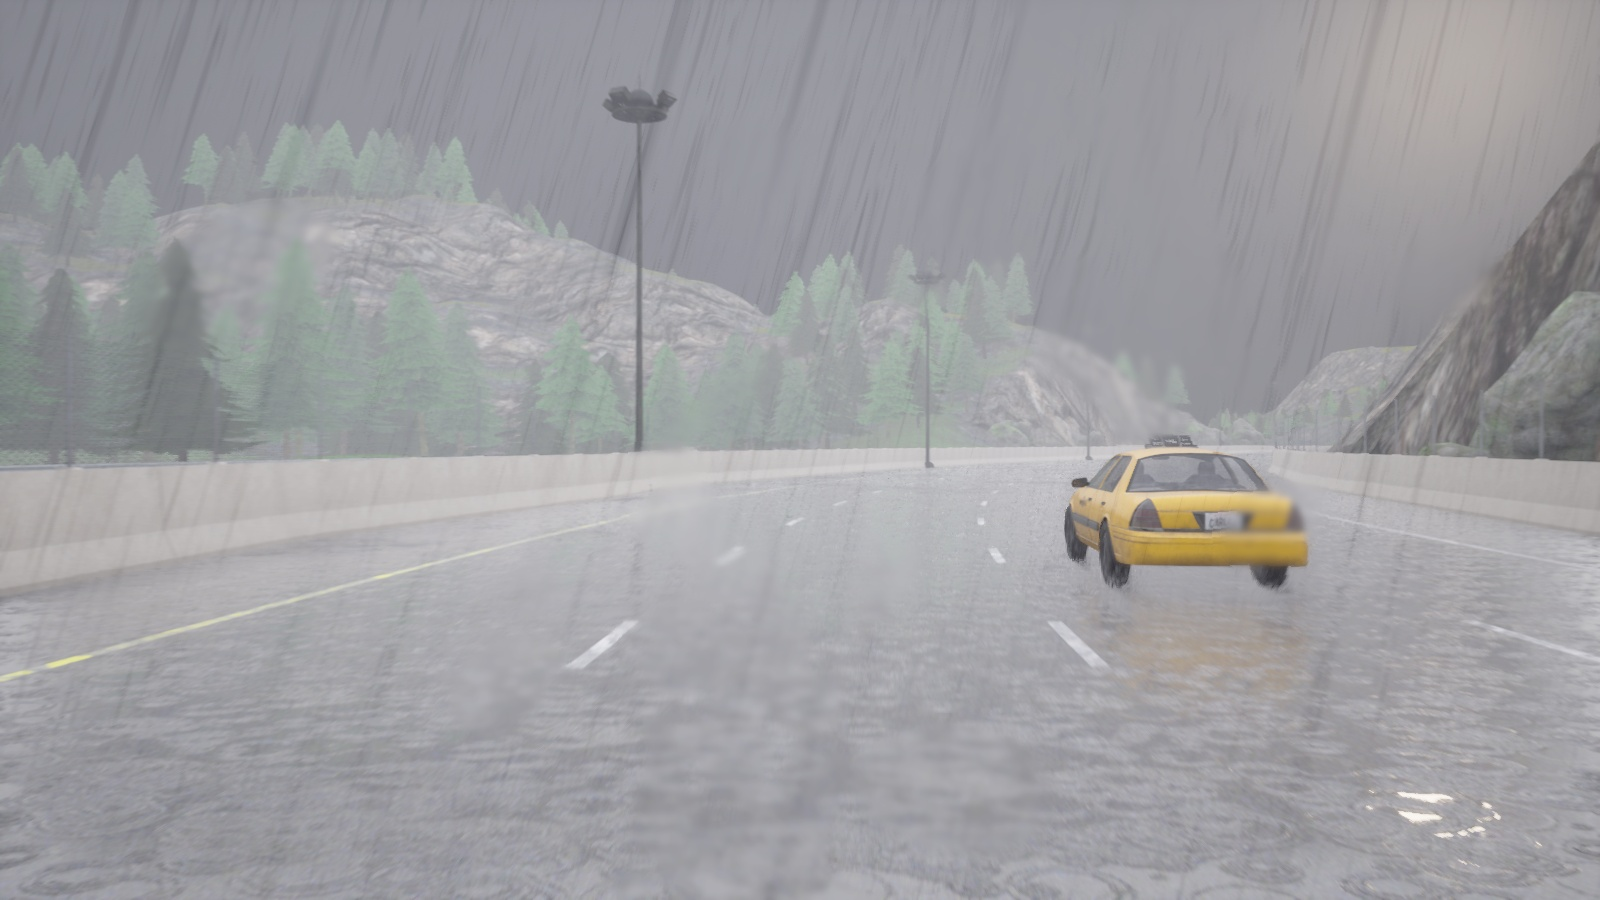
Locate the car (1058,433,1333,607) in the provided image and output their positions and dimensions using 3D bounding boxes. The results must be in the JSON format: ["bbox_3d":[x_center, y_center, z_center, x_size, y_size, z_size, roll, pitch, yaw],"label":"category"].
[{"bbox_3d":[4.147,0.618,14.123,1.801,1.575,5.366,0,0,5],"label":"car"}]
